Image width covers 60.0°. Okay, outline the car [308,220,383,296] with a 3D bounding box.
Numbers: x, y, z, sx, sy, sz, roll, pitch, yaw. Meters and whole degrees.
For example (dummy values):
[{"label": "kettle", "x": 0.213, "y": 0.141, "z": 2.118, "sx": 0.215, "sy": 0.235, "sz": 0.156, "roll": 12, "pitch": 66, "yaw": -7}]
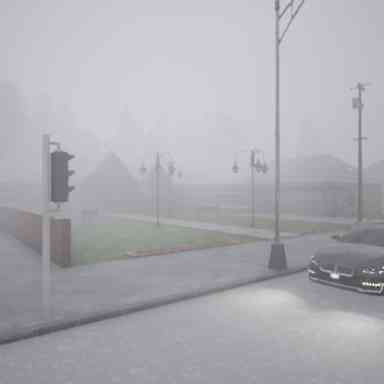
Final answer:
[{"label": "car", "x": 4.876, "y": 1.482, "z": 8.272, "sx": 4.892, "sy": 1.490, "sz": 1.837, "roll": 0, "pitch": 0, "yaw": -37}]
